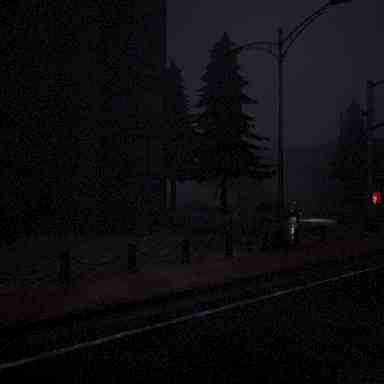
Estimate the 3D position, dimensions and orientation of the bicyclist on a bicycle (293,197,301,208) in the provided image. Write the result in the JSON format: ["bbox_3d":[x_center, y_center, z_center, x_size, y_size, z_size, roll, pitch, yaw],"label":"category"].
[{"bbox_3d":[11.559,1.316,36.665,1.656,1.620,0.582,0,0,-37],"label":"bicyclist on a bicycle"}]

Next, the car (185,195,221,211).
[{"bbox_3d":[1.418,1.493,37.698,1.882,1.535,5.008,0,0,-37],"label":"car"}]

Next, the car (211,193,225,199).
[{"bbox_3d":[7.394,1.092,94.536,1.905,1.878,3.866,0,0,-37],"label":"car"}]

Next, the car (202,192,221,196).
[{"bbox_3d":[5.304,1.113,92.476,1.932,1.855,4.605,0,0,-37],"label":"car"}]

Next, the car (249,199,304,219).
[{"bbox_3d":[7.616,1.541,29.505,1.812,1.442,4.674,0,0,-38],"label":"car"}]
